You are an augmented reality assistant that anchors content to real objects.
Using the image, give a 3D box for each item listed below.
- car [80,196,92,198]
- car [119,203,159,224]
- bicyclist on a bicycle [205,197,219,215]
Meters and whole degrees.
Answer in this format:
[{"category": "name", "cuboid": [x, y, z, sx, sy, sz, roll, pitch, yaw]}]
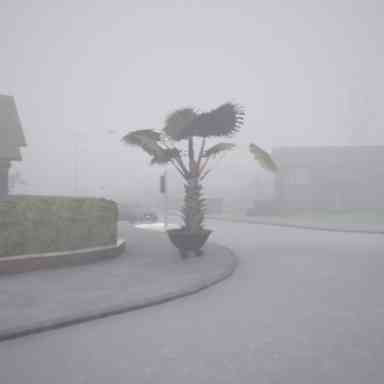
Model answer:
[{"category": "car", "cuboid": [-15.470, 1.299, 47.699, 2.097, 1.767, 4.553, 0, 0, -35]}, {"category": "car", "cuboid": [-4.200, 1.526, 24.765, 1.994, 1.385, 4.181, 0, 0, -36]}, {"category": "bicyclist on a bicycle", "cuboid": [1.858, 1.282, 30.728, 1.656, 1.620, 0.582, -1, 0, -35]}]
